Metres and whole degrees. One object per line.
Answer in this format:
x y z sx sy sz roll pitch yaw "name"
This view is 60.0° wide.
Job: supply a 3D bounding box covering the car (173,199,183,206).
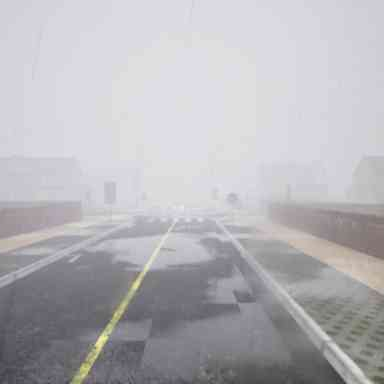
-2.755 2.091 66.825 1.895 1.301 4.718 0 -1 0 "car"
